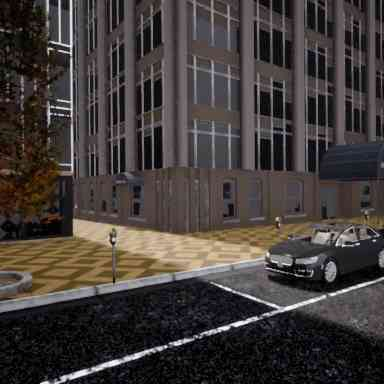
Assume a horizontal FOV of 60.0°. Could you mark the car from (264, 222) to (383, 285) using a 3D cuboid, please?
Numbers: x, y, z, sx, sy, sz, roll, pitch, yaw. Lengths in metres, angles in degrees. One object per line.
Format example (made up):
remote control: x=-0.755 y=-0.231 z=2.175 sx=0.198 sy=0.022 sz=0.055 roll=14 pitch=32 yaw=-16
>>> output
car: x=3.918 y=1.549 z=9.360 sx=4.403 sy=1.369 sz=2.008 roll=0 pitch=-1 yaw=-35
